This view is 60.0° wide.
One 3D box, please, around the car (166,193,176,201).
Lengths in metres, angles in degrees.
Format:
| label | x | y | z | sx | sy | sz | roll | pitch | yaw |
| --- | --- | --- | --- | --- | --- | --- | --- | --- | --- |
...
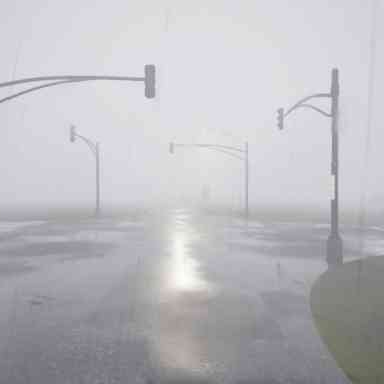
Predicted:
| label | x | y | z | sx | sy | sz | roll | pitch | yaw |
| --- | --- | --- | --- | --- | --- | --- | --- | --- | --- |
| car | -4.617 | 1.013 | 73.981 | 2.097 | 1.767 | 4.553 | 0 | 0 | -3 |

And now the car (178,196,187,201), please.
| label | x | y | z | sx | sy | sz | roll | pitch | yaw |
| --- | --- | --- | --- | --- | --- | --- | --- | --- | --- |
| car | -2.234 | 1.559 | 79.963 | 1.895 | 1.301 | 4.718 | 0 | 0 | -4 |

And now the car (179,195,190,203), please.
| label | x | y | z | sx | sy | sz | roll | pitch | yaw |
| --- | --- | --- | --- | --- | --- | --- | --- | --- | --- |
| car | -1.630 | 1.384 | 69.889 | 2.097 | 1.767 | 4.553 | 0 | 0 | -3 |
